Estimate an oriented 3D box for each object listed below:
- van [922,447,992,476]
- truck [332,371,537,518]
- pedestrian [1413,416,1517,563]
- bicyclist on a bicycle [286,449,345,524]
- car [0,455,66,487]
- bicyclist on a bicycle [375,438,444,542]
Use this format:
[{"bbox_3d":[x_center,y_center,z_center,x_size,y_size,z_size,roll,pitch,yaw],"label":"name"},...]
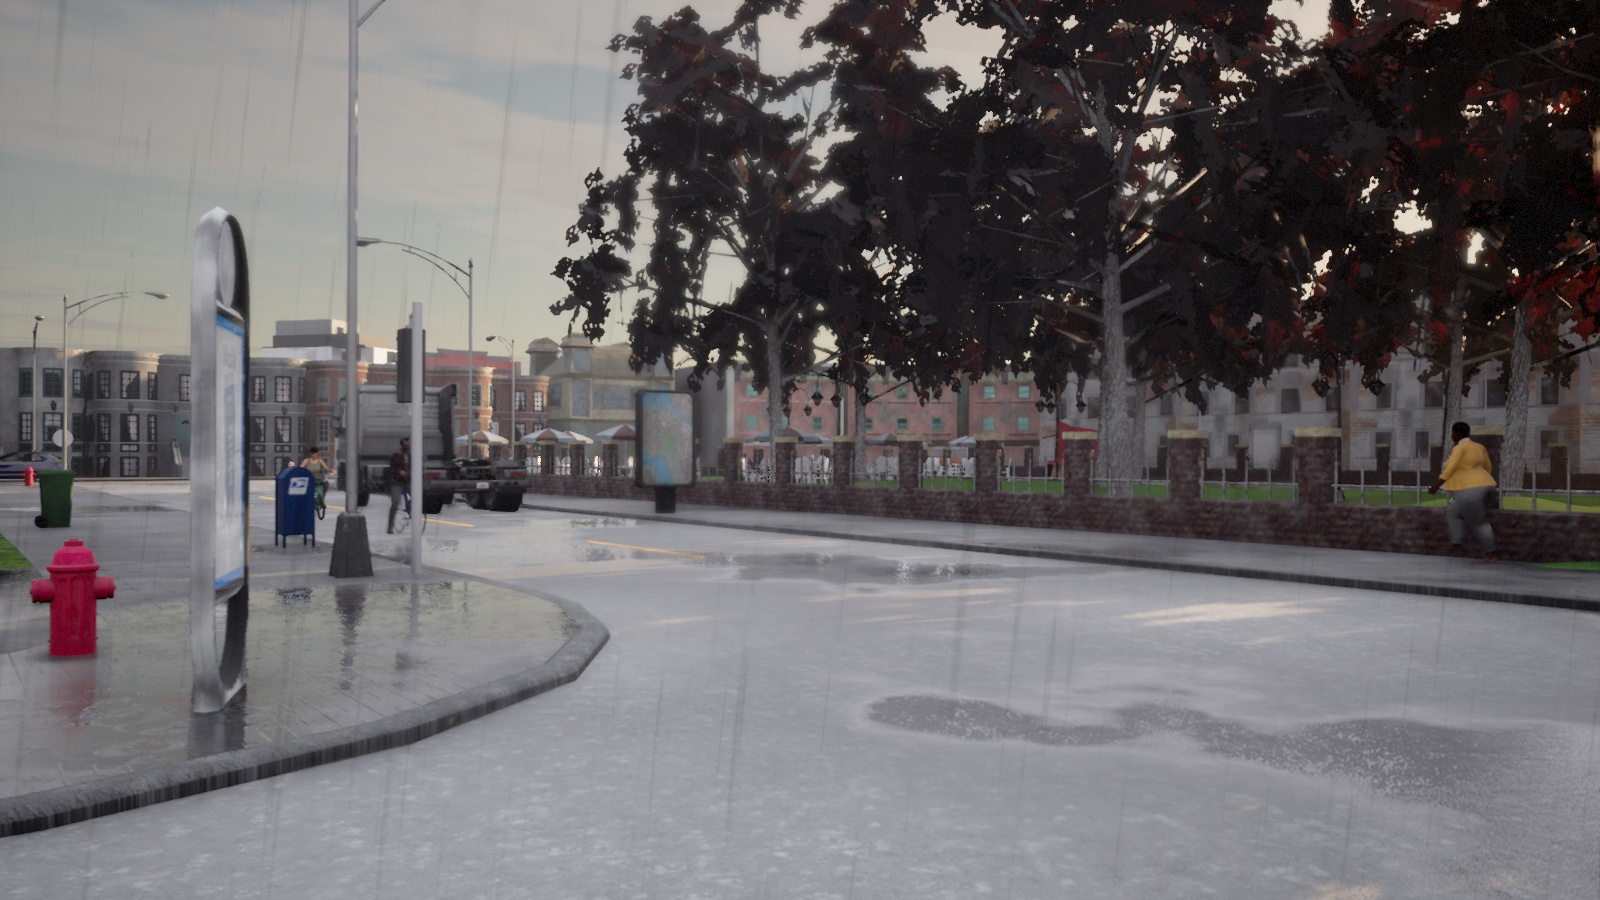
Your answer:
[{"bbox_3d":[10.771,0.764,86.343,4.442,1.987,1.775,0,0,26],"label":"van"},{"bbox_3d":[-10.018,-0.119,33.776,2.891,3.462,7.936,0,0,-35],"label":"truck"},{"bbox_3d":[8.670,0.497,16.385,0.874,1.855,0.900,0,0,-35],"label":"pedestrian"},{"bbox_3d":[-10.748,0.781,27.835,0.866,1.612,1.509,0,0,-35],"label":"bicyclist on a bicycle"},{"bbox_3d":[-36.735,0.984,58.545,4.193,1.474,1.816,0,0,-24],"label":"car"},{"bbox_3d":[-7.006,0.694,22.489,0.659,1.776,1.843,0,0,-35],"label":"bicyclist on a bicycle"}]
